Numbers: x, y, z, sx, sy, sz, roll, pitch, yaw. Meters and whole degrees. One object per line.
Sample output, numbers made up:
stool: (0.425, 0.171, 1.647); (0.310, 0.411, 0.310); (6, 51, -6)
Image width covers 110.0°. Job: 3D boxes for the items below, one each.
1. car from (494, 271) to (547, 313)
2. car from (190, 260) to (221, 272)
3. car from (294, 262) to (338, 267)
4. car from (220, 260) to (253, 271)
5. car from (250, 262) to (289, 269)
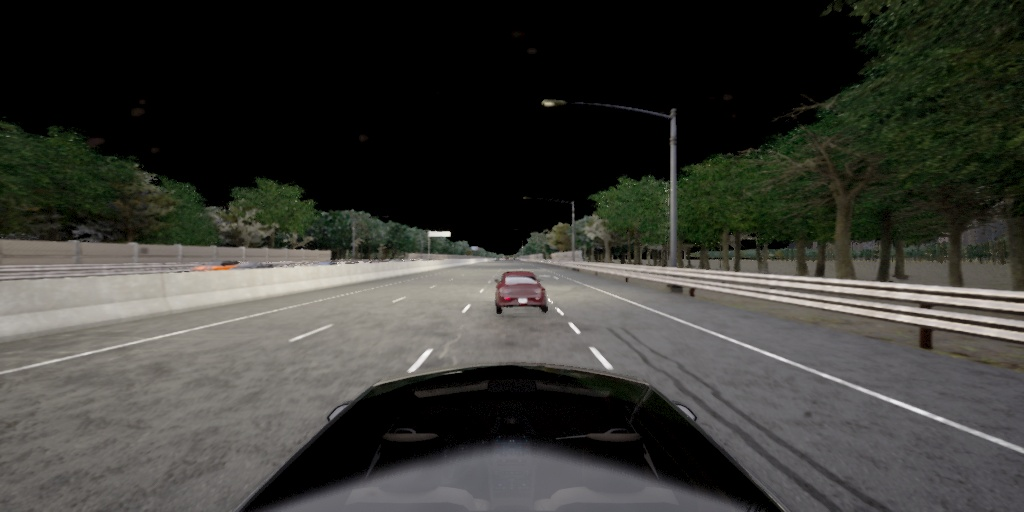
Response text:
car: (0.277, 1.319, 14.154); (1.812, 1.442, 4.674); (0, 0, -2)
car: (-28.132, 1.185, 34.347); (2.097, 1.767, 4.553); (0, 0, 0)
car: (-17.638, 1.308, 33.460); (1.882, 1.535, 5.008); (0, 0, 0)
car: (-24.633, 1.326, 34.299); (2.128, 1.511, 4.902); (0, 0, 0)
car: (-21.138, 1.429, 32.911); (1.895, 1.301, 4.718); (0, 0, 0)
